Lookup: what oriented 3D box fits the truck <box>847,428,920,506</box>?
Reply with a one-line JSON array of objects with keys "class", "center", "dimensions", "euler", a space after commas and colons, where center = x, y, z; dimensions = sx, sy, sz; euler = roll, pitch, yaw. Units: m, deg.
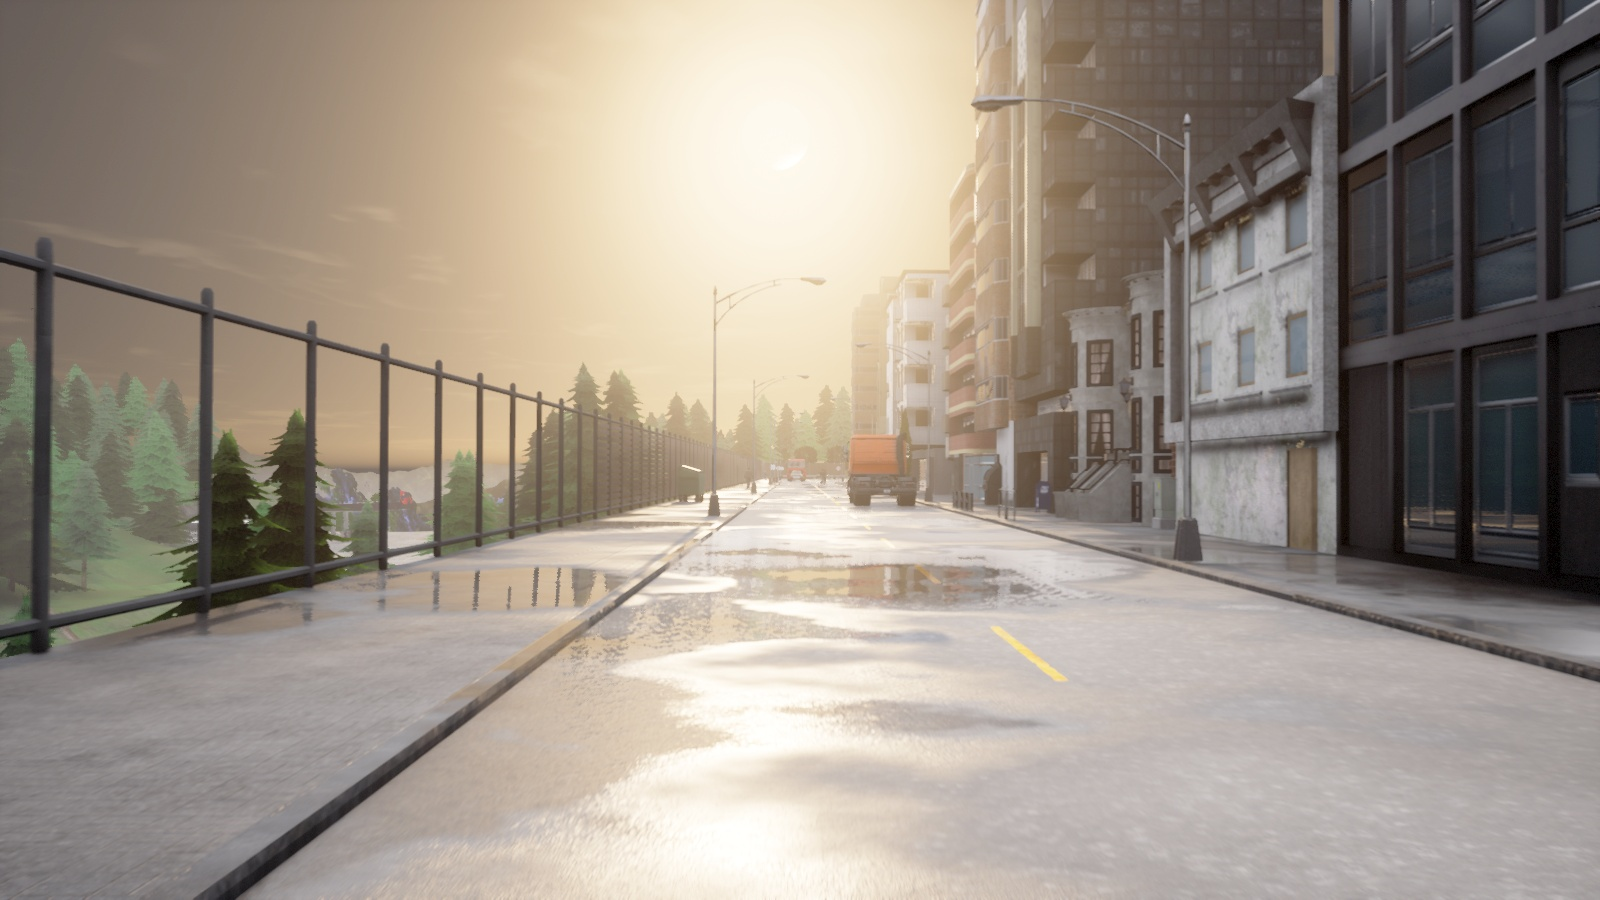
[{"class": "truck", "center": [3.827, 0.814, 59.517], "dimensions": [2.891, 3.462, 7.936], "euler": [0, -1, 0]}]
